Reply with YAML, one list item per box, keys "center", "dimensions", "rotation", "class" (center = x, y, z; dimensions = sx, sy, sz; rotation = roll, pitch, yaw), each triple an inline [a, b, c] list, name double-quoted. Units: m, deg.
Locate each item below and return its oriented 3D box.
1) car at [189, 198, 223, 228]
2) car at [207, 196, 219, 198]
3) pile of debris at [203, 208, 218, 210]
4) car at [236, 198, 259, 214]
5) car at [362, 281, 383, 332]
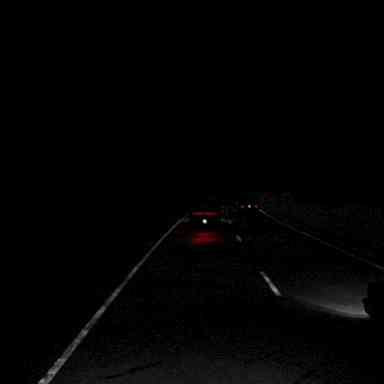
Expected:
- center: [0.859, 1.345, 20.725]
  dimensions: [1.837, 1.490, 4.892]
  rotation: [0, 1, 4]
  class: "car"
- center: [2.383, 1.175, 37.697]
  dimensions: [1.812, 1.442, 4.674]
  rotation: [0, 1, 7]
  class: "car"
- center: [2.038, 1.852, 35.922]
  dimensions: [1.500, 0.140, 1.860]
  rotation: [0, 1, 6]
  class: "pile of debris"
- center: [5.199, 1.282, 31.230]
  dimensions: [2.033, 1.411, 5.357]
  rotation: [0, 1, 6]
  class: "car"
- center: [3.656, 1.527, 2.912]
  dimensions: [2.033, 1.411, 5.357]
  rotation: [0, 0, 1]
  class: "car"
